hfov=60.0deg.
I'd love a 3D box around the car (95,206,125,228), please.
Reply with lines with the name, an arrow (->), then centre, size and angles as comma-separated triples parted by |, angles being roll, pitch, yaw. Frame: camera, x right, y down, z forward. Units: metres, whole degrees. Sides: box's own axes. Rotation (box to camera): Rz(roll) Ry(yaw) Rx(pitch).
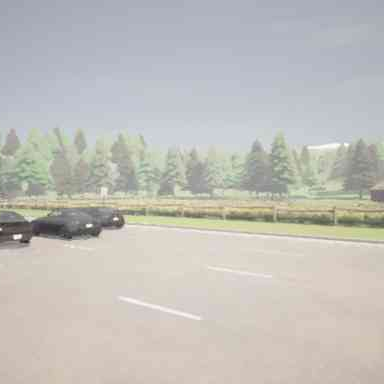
car -> -6.260, 1.602, 21.350 | 4.181, 1.385, 1.994 | 0, 0, 35

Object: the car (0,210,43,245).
car -> -8.910, 1.539, 14.642 | 4.892, 1.490, 1.837 | 0, 0, 35

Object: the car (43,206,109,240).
car -> -6.615, 1.598, 17.305 | 4.181, 1.385, 1.994 | 0, 0, 35
